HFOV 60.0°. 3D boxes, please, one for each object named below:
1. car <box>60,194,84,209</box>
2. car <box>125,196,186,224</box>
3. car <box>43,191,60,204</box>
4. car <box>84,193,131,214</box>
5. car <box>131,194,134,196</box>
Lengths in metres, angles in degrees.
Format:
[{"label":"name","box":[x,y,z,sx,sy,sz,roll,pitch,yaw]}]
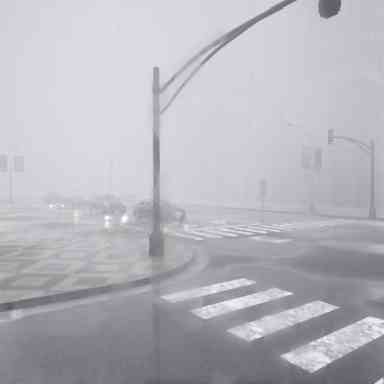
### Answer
[{"label":"car","box":[-12.849,1.094,37.038,1.895,1.301,4.718,0,1,-36]},{"label":"car","box":[-2.282,1.243,22.339,2.128,1.511,4.902,0,1,-36]},{"label":"car","box":[-18.830,0.693,45.403,2.097,1.767,4.553,0,1,-35]},{"label":"car","box":[-7.609,0.975,29.743,2.097,1.767,4.553,0,1,-36]},{"label":"car","box":[-10.189,0.821,50.362,1.882,1.535,5.008,0,1,-36]}]
